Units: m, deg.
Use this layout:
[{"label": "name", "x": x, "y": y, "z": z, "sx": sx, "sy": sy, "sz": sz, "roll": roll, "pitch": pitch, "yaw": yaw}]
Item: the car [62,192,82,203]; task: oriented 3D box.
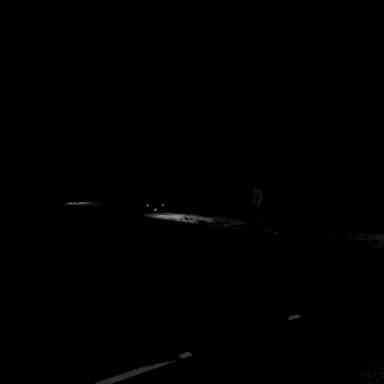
[{"label": "car", "x": -17.611, "y": 0.752, "z": 48.527, "sx": 1.837, "sy": 1.490, "sz": 4.892, "roll": -1, "pitch": 1, "yaw": -35}]

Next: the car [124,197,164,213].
[{"label": "car", "x": -4.381, "y": 1.159, "z": 30.057, "sx": 1.895, "sy": 1.301, "sz": 4.718, "roll": -1, "pitch": 2, "yaw": -35}]
